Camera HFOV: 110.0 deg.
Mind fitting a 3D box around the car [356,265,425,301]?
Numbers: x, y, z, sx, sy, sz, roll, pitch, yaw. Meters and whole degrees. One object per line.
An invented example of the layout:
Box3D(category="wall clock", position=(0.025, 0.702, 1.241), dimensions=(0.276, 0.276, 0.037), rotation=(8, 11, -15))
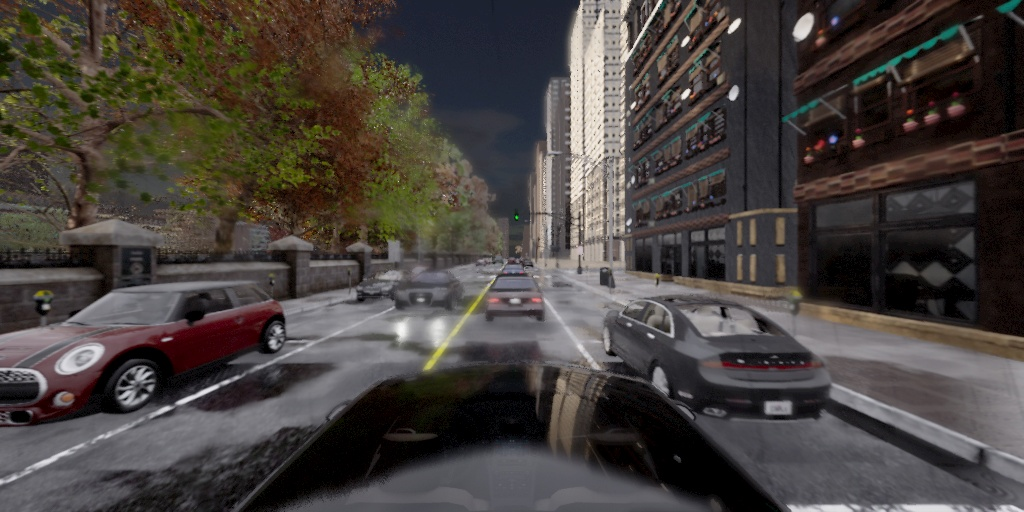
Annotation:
Box3D(category="car", position=(-5.769, 1.275, 16.873), dimensions=(2.007, 1.370, 4.403), rotation=(0, 0, 0))

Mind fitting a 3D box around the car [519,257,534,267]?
Box3D(category="car", position=(2.689, 1.241, 60.331), dimensions=(1.948, 1.339, 4.313), rotation=(0, 0, 0))

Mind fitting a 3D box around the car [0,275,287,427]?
Box3D(category="car", position=(-5.692, 1.182, 5.798), dimensions=(1.967, 1.591, 4.097), rotation=(0, 0, 0))

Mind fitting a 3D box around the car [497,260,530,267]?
Box3D(category="car", position=(0.100, 1.255, 28.569), dimensions=(2.033, 1.411, 5.357), rotation=(0, 0, 0))

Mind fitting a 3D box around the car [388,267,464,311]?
Box3D(category="car", position=(-3.093, 1.292, 14.149), dimensions=(1.994, 1.385, 4.181), rotation=(0, 0, 0))

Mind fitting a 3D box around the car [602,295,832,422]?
Box3D(category="car", position=(2.689, 1.293, 5.800), dimensions=(2.007, 1.370, 4.403), rotation=(0, 0, 0))

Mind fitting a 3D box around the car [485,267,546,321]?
Box3D(category="car", position=(0.100, 1.279, 12.291), dimensions=(2.033, 1.411, 5.357), rotation=(0, 0, 0))
